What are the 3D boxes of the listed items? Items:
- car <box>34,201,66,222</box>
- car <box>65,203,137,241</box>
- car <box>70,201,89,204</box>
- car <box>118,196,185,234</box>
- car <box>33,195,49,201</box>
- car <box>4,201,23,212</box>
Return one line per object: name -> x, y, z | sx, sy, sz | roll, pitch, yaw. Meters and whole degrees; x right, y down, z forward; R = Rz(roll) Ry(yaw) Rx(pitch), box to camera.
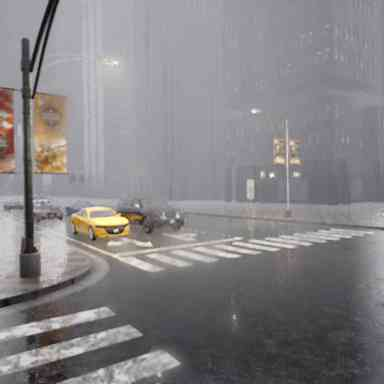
car -> -12.350, 1.747, 28.241 | 1.994, 1.385, 4.181 | -1, 0, -35
car -> -5.032, 1.578, 17.857 | 1.882, 1.535, 5.008 | -1, 0, -35
car -> -10.419, 1.608, 31.134 | 1.882, 1.535, 5.008 | -1, 0, -35
car -> -2.722, 1.265, 20.178 | 2.150, 2.045, 5.566 | -1, 0, -37
car -> -21.760, 1.474, 47.356 | 2.150, 2.045, 5.566 | -1, 0, -35
car -> -24.182, 1.911, 45.156 | 1.895, 1.301, 4.718 | -1, 0, -35
